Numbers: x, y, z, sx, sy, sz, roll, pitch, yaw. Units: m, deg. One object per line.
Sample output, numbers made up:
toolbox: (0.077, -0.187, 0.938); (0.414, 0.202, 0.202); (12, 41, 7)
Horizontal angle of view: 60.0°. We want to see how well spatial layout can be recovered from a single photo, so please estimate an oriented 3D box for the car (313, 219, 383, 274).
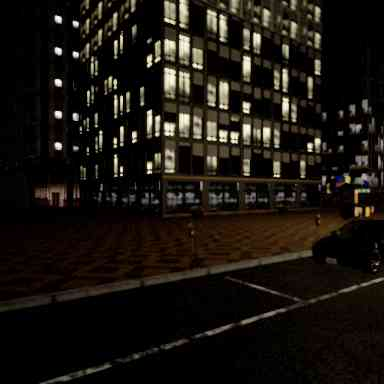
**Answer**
car: (5.700, 1.572, 10.629); (4.313, 1.339, 1.947); (0, 0, -36)
